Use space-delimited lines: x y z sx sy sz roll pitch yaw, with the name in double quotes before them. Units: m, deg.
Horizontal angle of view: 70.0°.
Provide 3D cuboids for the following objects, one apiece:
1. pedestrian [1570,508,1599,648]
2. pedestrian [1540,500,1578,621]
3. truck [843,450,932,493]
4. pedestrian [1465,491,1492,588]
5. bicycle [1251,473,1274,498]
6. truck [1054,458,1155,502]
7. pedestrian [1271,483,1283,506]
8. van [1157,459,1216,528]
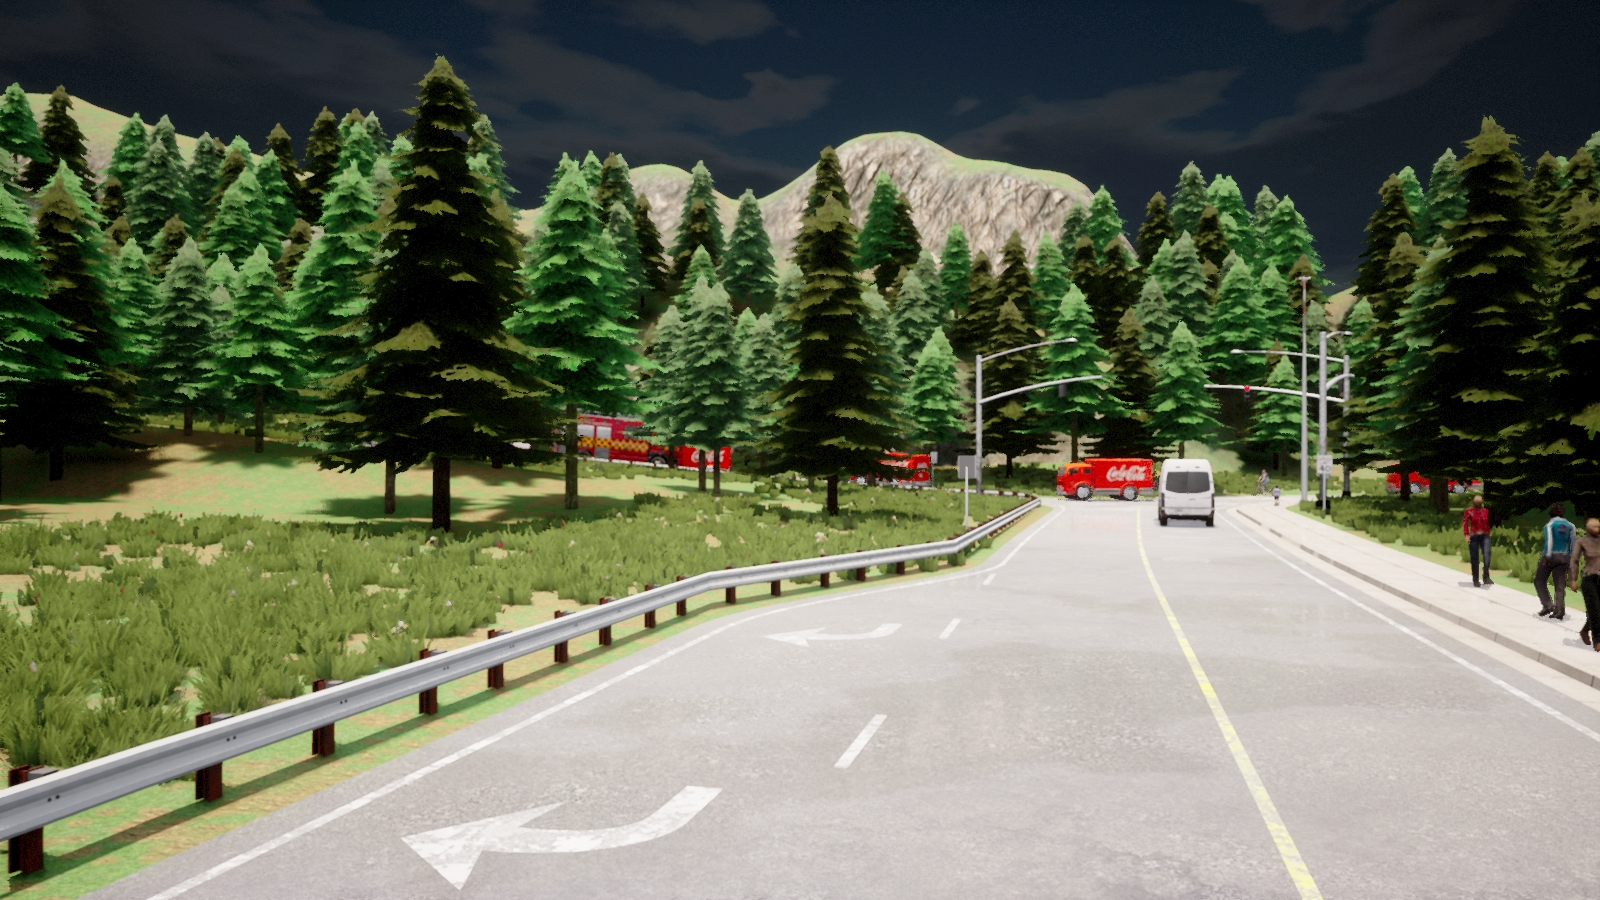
"pedestrian" 10.736 1.725 15.498 0.375 1.860 0.375 0 0 16
"pedestrian" 11.933 1.731 17.969 0.375 1.860 0.375 0 0 5
"truck" 5.763 1.401 75.516 5.204 2.467 2.627 4 2 37
"pedestrian" 13.303 1.743 22.415 0.375 1.860 0.375 0 0 16
"bicycle" 29.153 2.241 72.040 1.643 1.496 0.373 0 0 -28
"truck" 17.851 1.739 67.258 5.204 2.467 2.627 0 0 -1
"pedestrian" 23.924 2.220 57.296 0.500 1.100 0.500 0 0 26
"van" 15.345 1.640 45.550 1.988 2.561 5.915 0 0 16
